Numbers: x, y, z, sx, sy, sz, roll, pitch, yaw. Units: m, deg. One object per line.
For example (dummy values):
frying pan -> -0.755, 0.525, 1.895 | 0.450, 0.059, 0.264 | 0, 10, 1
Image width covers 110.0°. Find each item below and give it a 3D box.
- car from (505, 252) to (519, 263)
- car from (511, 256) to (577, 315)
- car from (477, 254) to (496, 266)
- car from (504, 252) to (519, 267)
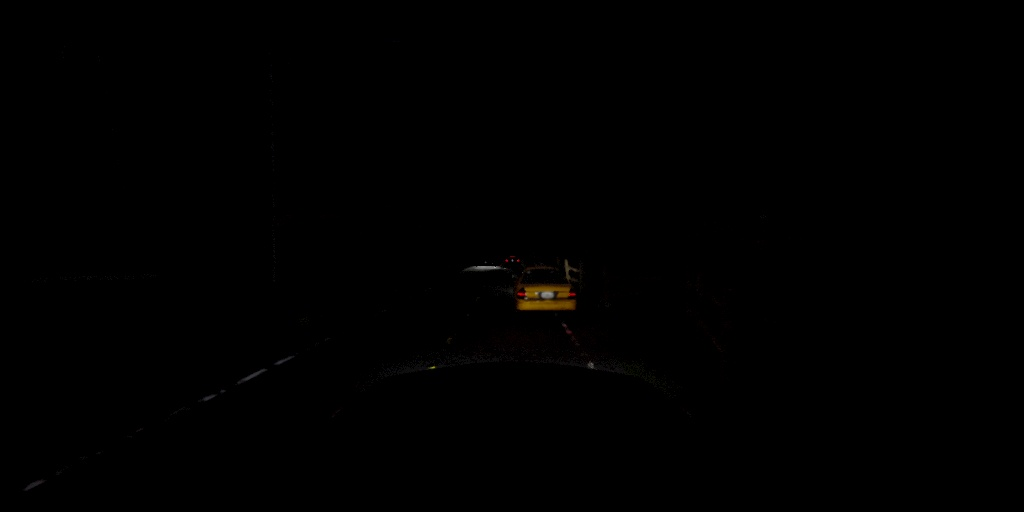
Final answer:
car -> 0.005, 0.157, 52.042 | 1.837, 1.490, 4.892 | 0, 2, 0
car -> 0.960, 0.970, 12.238 | 1.801, 1.575, 5.366 | 0, 1, 0
car -> -2.842, 0.453, 40.914 | 1.994, 1.385, 4.181 | 0, 1, 0
car -> 0.066, 0.471, 39.288 | 2.033, 1.411, 5.357 | 0, 1, 0
